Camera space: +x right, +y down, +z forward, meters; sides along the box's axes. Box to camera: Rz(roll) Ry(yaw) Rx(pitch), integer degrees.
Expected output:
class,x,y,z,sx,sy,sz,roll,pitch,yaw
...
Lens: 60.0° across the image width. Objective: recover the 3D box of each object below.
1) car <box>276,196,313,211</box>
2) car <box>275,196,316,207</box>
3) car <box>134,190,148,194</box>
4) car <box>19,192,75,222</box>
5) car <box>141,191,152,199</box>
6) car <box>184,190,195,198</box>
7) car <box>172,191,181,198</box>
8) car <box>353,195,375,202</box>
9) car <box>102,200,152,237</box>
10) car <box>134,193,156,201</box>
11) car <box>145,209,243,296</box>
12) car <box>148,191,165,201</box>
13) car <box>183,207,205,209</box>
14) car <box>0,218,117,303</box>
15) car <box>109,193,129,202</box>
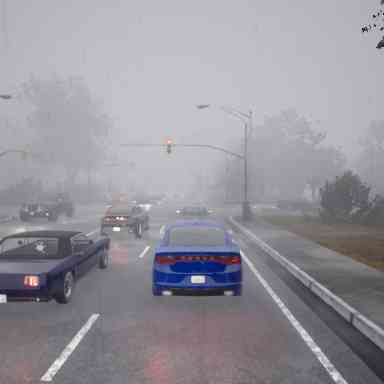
class,x,y,z,sx,sy,sz,roll,pitch,yaw
car,11.509,1.216,35.516,5.008,1.535,1.882,0,1,-2
car,13.283,1.200,42.851,4.674,1.442,1.812,0,1,-3
car,-10.440,0.663,67.906,2.150,2.045,5.566,0,0,0
car,-10.566,1.054,24.737,2.150,2.045,5.566,0,0,0
car,-10.585,0.665,78.126,2.097,1.767,4.553,0,1,-1
car,-0.354,0.419,85.490,2.150,2.045,5.566,0,1,-4
car,-3.851,0.737,85.355,2.033,1.411,5.357,0,1,-4
car,22.471,1.174,43.359,4.892,1.490,1.837,0,1,-3
car,-3.376,1.402,17.322,1.837,1.490,4.892,0,0,0
car,-7.032,1.181,49.406,1.994,1.385,4.181,0,0,0
car,0.113,1.446,8.617,1.882,1.535,5.008,0,0,0
car,-6.970,0.953,64.589,1.882,1.535,5.008,0,0,0
car,0.124,1.458,17.599,1.994,1.385,4.181,0,0,0
car,-3.388,1.573,8.070,1.895,1.301,4.718,0,0,0
car,-10.531,0.979,48.184,2.097,1.767,4.553,0,1,0
